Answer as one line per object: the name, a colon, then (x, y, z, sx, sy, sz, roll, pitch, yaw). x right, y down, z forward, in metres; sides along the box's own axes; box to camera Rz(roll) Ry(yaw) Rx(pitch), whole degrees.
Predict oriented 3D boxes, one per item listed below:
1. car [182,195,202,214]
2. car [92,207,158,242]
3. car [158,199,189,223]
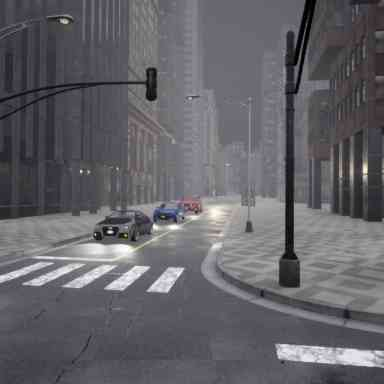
car: (-0.139, 1.361, 37.812, 2.150, 2.045, 5.566, 0, 0, 9)
car: (-3.372, 1.632, 16.964, 1.994, 1.385, 4.181, 0, 0, 9)
car: (-1.781, 1.581, 27.254, 1.882, 1.535, 5.008, 0, 0, 8)
